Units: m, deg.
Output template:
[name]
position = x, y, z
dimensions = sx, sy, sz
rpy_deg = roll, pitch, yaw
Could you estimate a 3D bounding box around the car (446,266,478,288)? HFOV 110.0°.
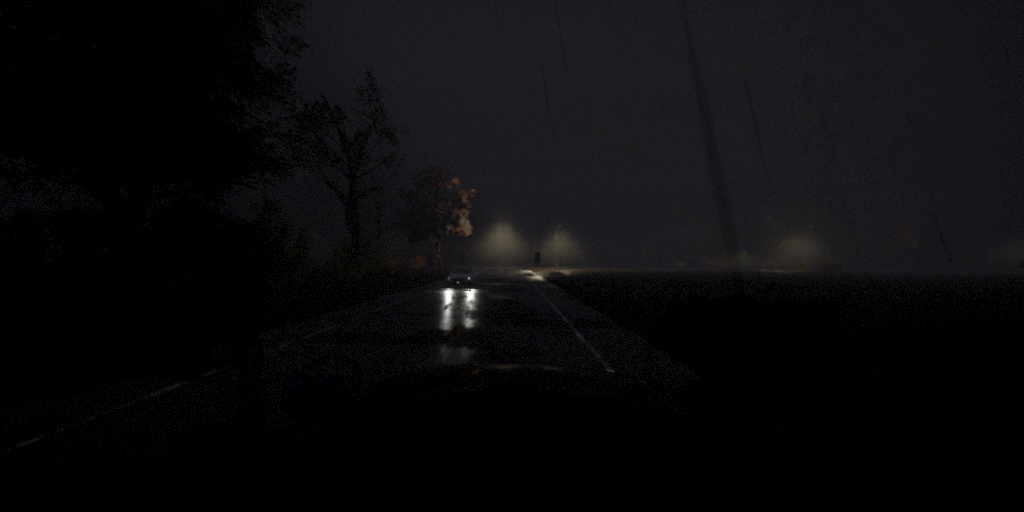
[car]
position = -3.599, 1.499, 26.235
dimensions = 1.812, 1.442, 4.674
rpy_deg = 0, -1, 0
